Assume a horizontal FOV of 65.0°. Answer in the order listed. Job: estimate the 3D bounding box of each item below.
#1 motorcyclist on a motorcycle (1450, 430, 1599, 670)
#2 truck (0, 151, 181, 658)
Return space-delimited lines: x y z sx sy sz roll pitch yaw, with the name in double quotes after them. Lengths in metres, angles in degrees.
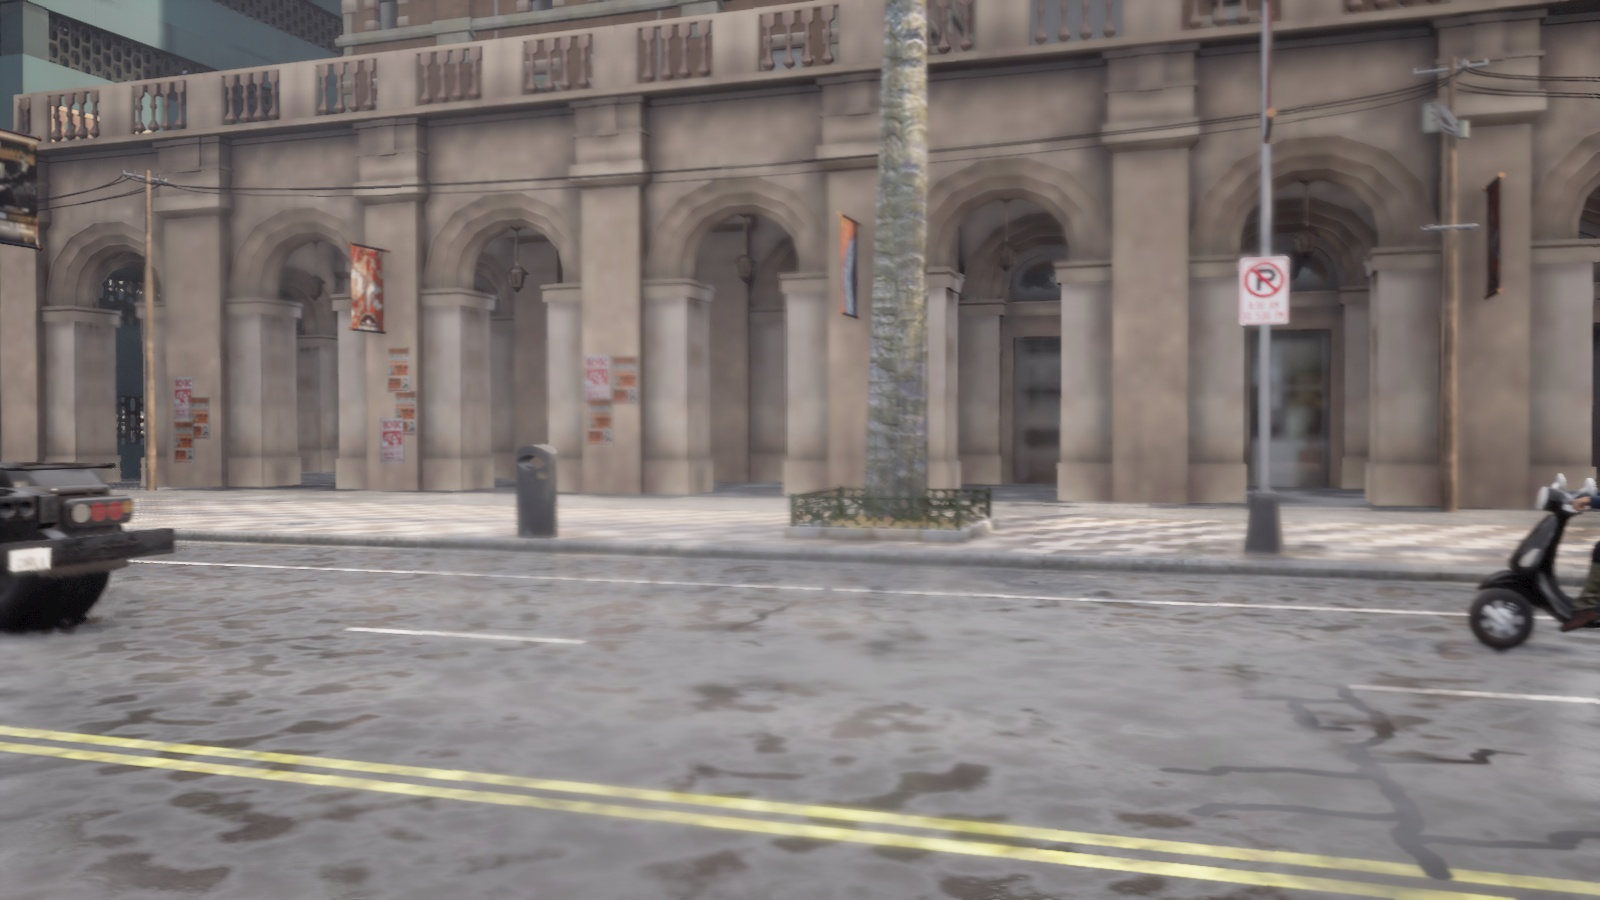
5.596 0.665 8.693 1.817 1.590 0.866 1 1 19 "motorcyclist on a motorcycle"
-9.187 -0.362 9.958 7.936 3.462 2.891 1 1 19 "truck"
